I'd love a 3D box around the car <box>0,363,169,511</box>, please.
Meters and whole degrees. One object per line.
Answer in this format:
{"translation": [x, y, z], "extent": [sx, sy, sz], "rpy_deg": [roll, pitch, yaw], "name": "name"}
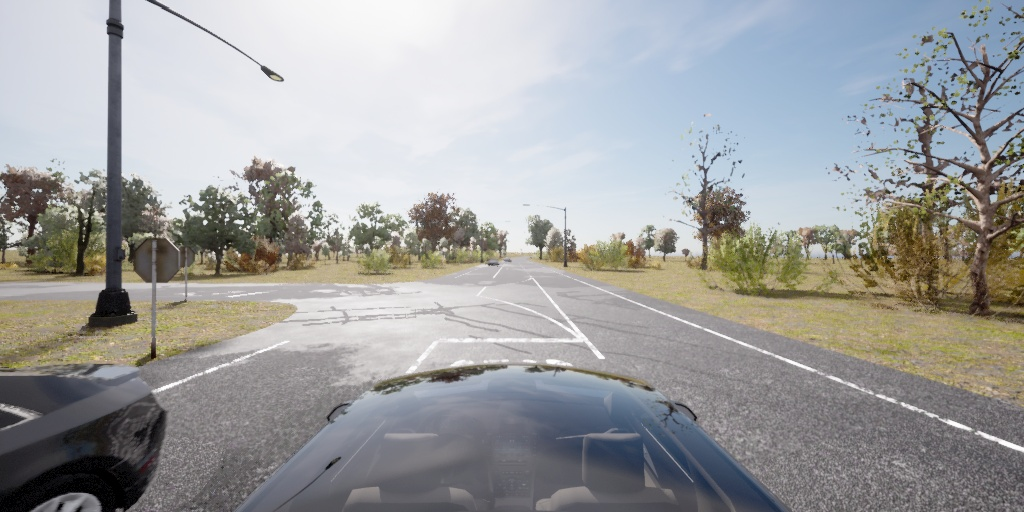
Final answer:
{"translation": [-3.509, 1.259, 0.627], "extent": [1.837, 1.490, 4.892], "rpy_deg": [0, 0, 0], "name": "car"}
